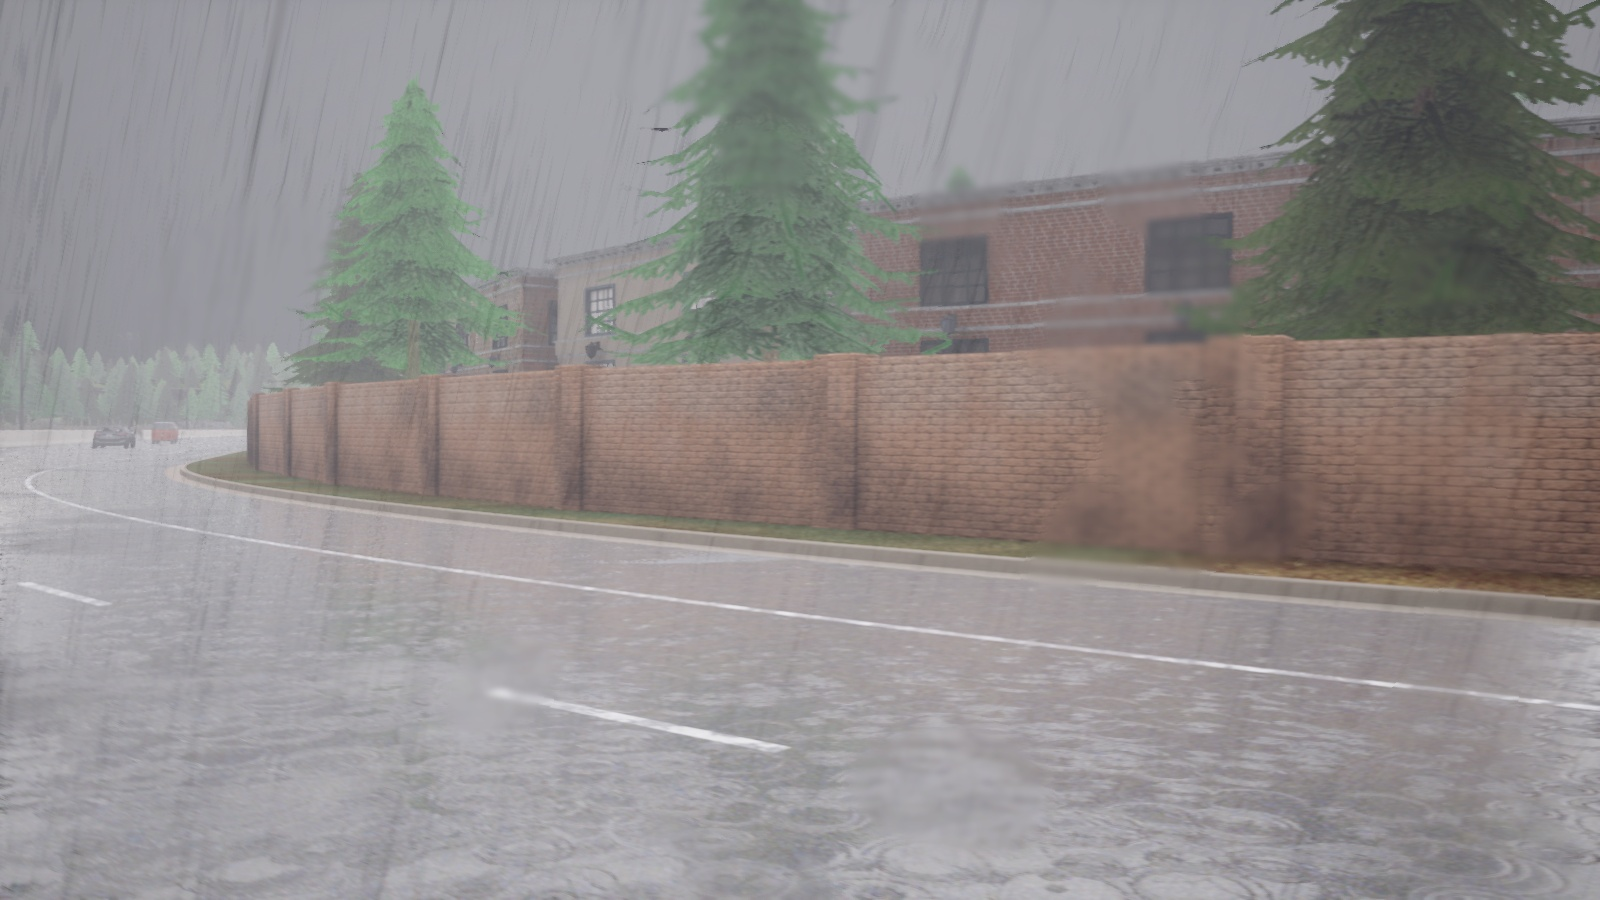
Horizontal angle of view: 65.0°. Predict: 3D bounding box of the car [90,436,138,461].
[{"bbox_3d":[-47.620,-0.156,87.219,2.242,1.667,4.611,-1,1,-20],"label":"car"}]
